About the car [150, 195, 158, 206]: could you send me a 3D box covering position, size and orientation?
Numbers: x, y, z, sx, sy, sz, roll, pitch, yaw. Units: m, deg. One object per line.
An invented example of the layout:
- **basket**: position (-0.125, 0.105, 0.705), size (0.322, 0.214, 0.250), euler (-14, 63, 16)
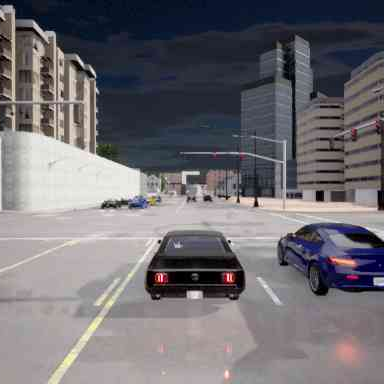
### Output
- **car**: position (-7.174, 1.424, 53.847), size (1.882, 1.535, 5.008), euler (0, 0, 0)

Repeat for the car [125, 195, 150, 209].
- **car**: position (-7.165, 1.436, 44.389), size (1.882, 1.535, 5.008), euler (0, 0, 0)

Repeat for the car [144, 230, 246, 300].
- **car**: position (0.062, 1.591, 8.311), size (1.895, 1.301, 4.718), euler (0, 0, 0)

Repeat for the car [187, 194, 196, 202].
- **car**: position (-0.118, 1.259, 73.813), size (2.097, 1.767, 4.553), euler (0, 0, 0)

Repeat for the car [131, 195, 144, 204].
- **car**: position (-10.640, 1.444, 65.350), size (1.837, 1.490, 4.892), euler (0, 0, 1)

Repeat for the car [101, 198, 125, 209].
- **car**: position (-10.665, 1.530, 44.097), size (1.994, 1.385, 4.181), euler (0, 0, 0)

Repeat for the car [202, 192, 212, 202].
- **car**: position (3.383, 1.396, 74.164), size (1.837, 1.490, 4.892), euler (0, 0, 0)

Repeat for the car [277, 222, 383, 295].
- **car**: position (3.563, 1.508, 8.538), size (1.812, 1.442, 4.674), euler (0, 0, 0)

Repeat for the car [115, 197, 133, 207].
- **car**: position (-10.679, 1.556, 52.857), size (1.895, 1.301, 4.718), euler (0, 0, 0)

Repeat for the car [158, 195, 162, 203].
- **car**: position (-7.138, 1.421, 66.279), size (2.128, 1.511, 4.902), euler (0, 0, 0)
